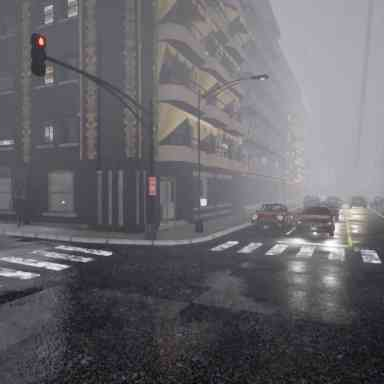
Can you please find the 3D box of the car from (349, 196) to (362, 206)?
[{"bbox_3d":[26.851,1.472,54.687,1.882,1.535,5.008,0,0,24],"label":"car"}]

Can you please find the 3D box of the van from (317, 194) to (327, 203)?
[{"bbox_3d":[25.985,1.335,66.529,1.690,1.788,3.998,0,0,24],"label":"van"}]

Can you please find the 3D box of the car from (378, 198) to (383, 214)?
[{"bbox_3d":[19.588,1.541,32.259,1.887,1.381,4.507,0,0,24],"label":"car"}]

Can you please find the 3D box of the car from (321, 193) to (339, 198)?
[{"bbox_3d":[19.068,1.348,44.901,2.097,1.767,4.553,0,0,25],"label":"car"}]

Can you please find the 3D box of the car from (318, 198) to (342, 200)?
[{"bbox_3d":[14.803,1.597,35.650,1.895,1.301,4.718,0,0,25],"label":"car"}]

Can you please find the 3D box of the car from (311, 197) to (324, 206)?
[{"bbox_3d":[21.241,1.520,56.110,1.752,1.417,4.829,0,0,24],"label":"car"}]

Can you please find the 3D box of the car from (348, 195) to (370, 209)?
[{"bbox_3d":[22.812,1.348,45.783,2.097,1.767,4.553,0,0,24],"label":"car"}]

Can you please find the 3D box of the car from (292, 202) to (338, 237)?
[{"bbox_3d":[6.919,1.523,18.402,1.812,1.442,4.674,0,0,25],"label":"car"}]

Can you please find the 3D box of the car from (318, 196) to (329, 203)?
[{"bbox_3d":[28.322,1.543,71.660,2.008,1.369,4.403,0,0,24],"label":"car"}]

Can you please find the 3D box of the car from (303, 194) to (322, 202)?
[{"bbox_3d":[16.636,1.311,46.002,2.192,1.841,5.009,0,0,24],"label":"car"}]

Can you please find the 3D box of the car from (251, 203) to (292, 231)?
[{"bbox_3d":[4.953,1.438,20.343,1.967,1.590,4.097,0,0,24],"label":"car"}]

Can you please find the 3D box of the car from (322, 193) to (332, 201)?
[{"bbox_3d":[35.331,1.304,87.056,2.192,1.841,5.009,0,0,24],"label":"car"}]

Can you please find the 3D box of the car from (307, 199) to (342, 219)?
[{"bbox_3d":[10.660,1.561,26.591,1.994,1.385,4.181,0,0,25],"label":"car"}]

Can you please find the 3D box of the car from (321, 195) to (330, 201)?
[{"bbox_3d":[32.925,1.515,81.769,1.752,1.417,4.829,0,0,24],"label":"car"}]

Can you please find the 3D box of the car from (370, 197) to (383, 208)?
[{"bbox_3d":[26.599,1.435,47.655,1.967,1.590,4.097,0,0,24],"label":"car"}]
